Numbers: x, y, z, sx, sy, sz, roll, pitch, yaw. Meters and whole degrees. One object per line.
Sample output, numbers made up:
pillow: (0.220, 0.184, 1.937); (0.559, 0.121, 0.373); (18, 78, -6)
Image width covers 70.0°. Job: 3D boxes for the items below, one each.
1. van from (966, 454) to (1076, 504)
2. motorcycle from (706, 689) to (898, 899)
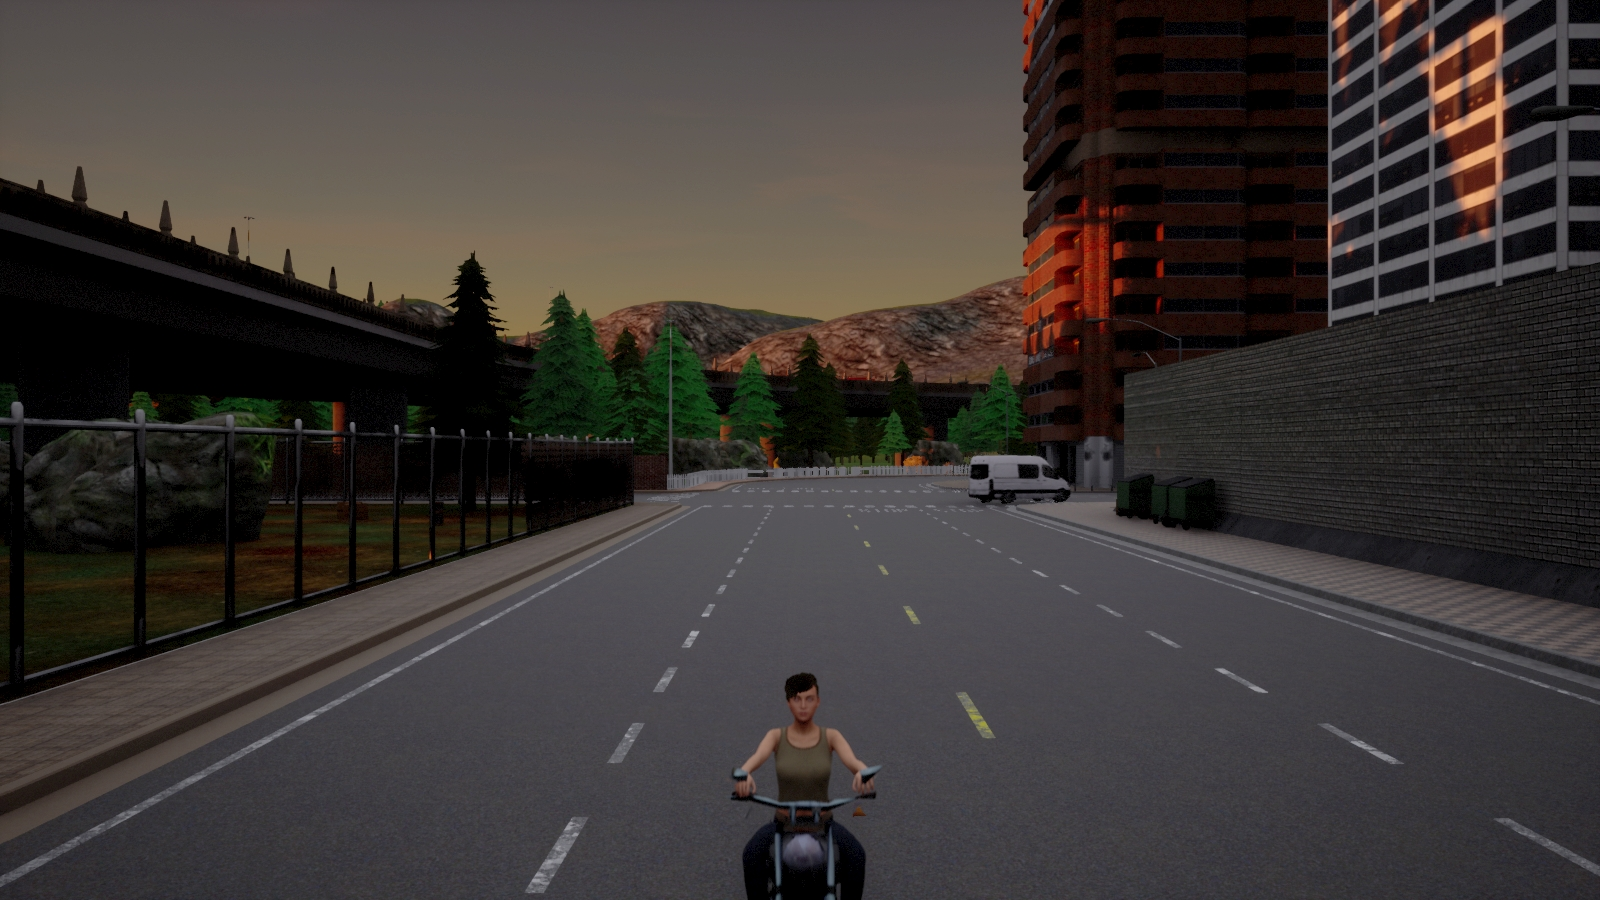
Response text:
van: (11.968, 1.530, 61.620); (5.915, 2.561, 1.988); (0, -1, -29)
motorcycle: (0.010, 2.099, 5.719); (0.764, 1.307, 2.356); (0, 0, 0)
